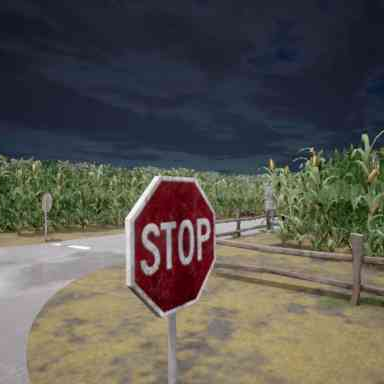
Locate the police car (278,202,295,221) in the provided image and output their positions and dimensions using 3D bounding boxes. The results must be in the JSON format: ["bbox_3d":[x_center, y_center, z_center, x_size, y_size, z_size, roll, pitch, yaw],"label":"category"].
[{"bbox_3d":[9.422,1.754,29.905,1.930,1.638,5.238,-1,-2,37],"label":"police car"}]
